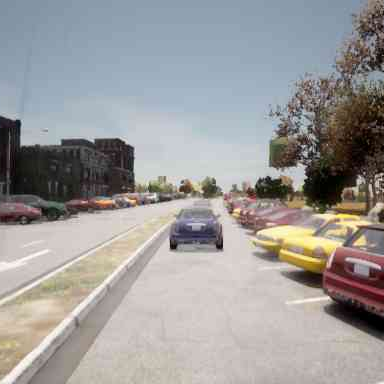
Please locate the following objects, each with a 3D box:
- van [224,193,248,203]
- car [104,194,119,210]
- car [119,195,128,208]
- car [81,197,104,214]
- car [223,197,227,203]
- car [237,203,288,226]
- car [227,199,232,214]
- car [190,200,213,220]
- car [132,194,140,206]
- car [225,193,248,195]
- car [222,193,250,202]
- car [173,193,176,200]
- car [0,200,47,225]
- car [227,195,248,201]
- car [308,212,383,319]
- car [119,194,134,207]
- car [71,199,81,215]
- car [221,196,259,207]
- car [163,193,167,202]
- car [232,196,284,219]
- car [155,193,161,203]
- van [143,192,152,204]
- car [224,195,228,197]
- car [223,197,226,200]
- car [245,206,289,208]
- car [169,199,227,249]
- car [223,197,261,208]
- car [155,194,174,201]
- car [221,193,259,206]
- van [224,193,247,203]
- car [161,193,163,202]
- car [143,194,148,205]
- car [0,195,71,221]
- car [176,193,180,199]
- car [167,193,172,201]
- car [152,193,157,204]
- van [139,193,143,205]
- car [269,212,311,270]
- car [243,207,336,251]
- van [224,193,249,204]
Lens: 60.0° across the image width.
[{"bbox_3d":[9.089,1.268,68.363,4.442,1.987,1.878,1,0,-14],"label":"van"},{"bbox_3d":[-11.705,1.386,41.147,4.553,1.767,2.185,-1,0,-16],"label":"car"},{"bbox_3d":[-11.459,1.516,44.157,4.892,1.521,2.231,-1,0,-15],"label":"car"},{"bbox_3d":[-12.189,1.507,35.119,5.008,1.535,2.097,-1,0,-16],"label":"car"},{"bbox_3d":[5.749,1.487,29.946,5.008,1.535,2.097,1,0,-16],"label":"car"},{"bbox_3d":[5.173,1.525,18.114,4.674,1.452,2.002,1,0,-18],"label":"car"},{"bbox_3d":[5.608,1.485,24.088,5.366,1.575,1.946,1,0,-17],"label":"car"},{"bbox_3d":[0.901,1.496,29.735,1.882,1.535,5.008,0,0,3],"label":"car"},{"bbox_3d":[-11.096,1.519,50.112,5.366,1.575,1.946,-1,0,-15],"label":"car"},{"bbox_3d":[6.841,1.364,44.712,4.553,1.767,2.185,1,0,-15],"label":"car"},{"bbox_3d":[9.829,1.246,74.327,5.566,2.045,2.435,1,0,-14],"label":"car"},{"bbox_3d":[-7.560,1.282,83.095,5.566,2.045,2.435,-1,0,-14],"label":"car"},{"bbox_3d":[-12.908,1.537,23.055,4.674,1.452,2.002,-1,0,-18],"label":"car"},{"bbox_3d":[5.617,1.361,26.993,4.553,1.767,2.185,1,0,-17],"label":"car"},{"bbox_3d":[4.850,1.356,6.263,4.553,1.767,2.185,1,0,-19],"label":"car"},{"bbox_3d":[-11.210,1.517,47.166,5.008,1.535,2.097,-1,0,-15],"label":"car"},{"bbox_3d":[-12.596,1.502,29.095,5.008,1.535,2.097,-1,0,-17],"label":"car"},{"bbox_3d":[7.240,1.486,50.580,5.366,1.575,1.946,1,0,-14],"label":"car"},{"bbox_3d":[-8.835,1.278,71.108,5.566,2.045,2.435,-1,0,-14],"label":"car"},{"bbox_3d":[5.267,1.359,21.066,4.553,1.767,2.185,1,0,-17],"label":"car"},{"bbox_3d":[-9.445,1.275,65.130,5.566,2.045,2.435,-1,0,-14],"label":"car"},{"bbox_3d":[-9.917,1.296,59.192,4.442,1.987,1.878,-1,0,-14],"label":"van"},{"bbox_3d":[6.606,1.489,41.765,5.008,1.535,2.097,1,0,-15],"label":"car"},{"bbox_3d":[5.915,1.517,32.887,4.792,1.488,2.163,1,0,-16],"label":"car"},{"bbox_3d":[5.075,1.524,15.155,4.674,1.452,2.002,1,0,-18],"label":"car"},{"bbox_3d":[0.224,1.370,14.670,2.097,1.767,4.553,0,0,2],"label":"car"},{"bbox_3d":[7.132,1.491,47.675,4.892,1.521,2.231,1,0,-15],"label":"car"},{"bbox_3d":[-7.240,1.409,86.075,4.553,1.767,2.185,-1,0,-14],"label":"car"},{"bbox_3d":[7.736,1.240,53.599,5.566,2.045,2.435,1,0,-14],"label":"car"},{"bbox_3d":[9.387,1.269,71.325,4.442,1.987,1.878,1,0,-14],"label":"van"},{"bbox_3d":[-9.114,1.527,68.131,5.008,1.535,2.097,-1,0,-14],"label":"car"},{"bbox_3d":[-10.355,1.552,56.152,4.792,1.488,2.163,-1,0,-14],"label":"car"},{"bbox_3d":[-12.738,1.248,26.091,5.566,2.045,2.435,-1,0,-17],"label":"car"},{"bbox_3d":[-6.643,1.538,92.063,5.008,1.535,2.097,-1,0,-14],"label":"car"},{"bbox_3d":[-8.174,1.279,77.113,5.566,2.045,2.435,-1,0,-14],"label":"car"},{"bbox_3d":[-9.723,1.525,62.152,5.008,1.535,2.097,-1,0,-14],"label":"car"},{"bbox_3d":[-10.517,1.293,53.197,4.442,1.987,1.878,-1,0,-14],"label":"van"},{"bbox_3d":[5.105,1.482,9.293,5.366,1.575,1.946,1,0,-19],"label":"car"},{"bbox_3d":[4.822,1.478,12.131,5.366,1.575,1.946,1,0,-18],"label":"car"},{"bbox_3d":[8.791,1.267,65.399,4.442,1.987,1.878,1,0,-14],"label":"van"}]
